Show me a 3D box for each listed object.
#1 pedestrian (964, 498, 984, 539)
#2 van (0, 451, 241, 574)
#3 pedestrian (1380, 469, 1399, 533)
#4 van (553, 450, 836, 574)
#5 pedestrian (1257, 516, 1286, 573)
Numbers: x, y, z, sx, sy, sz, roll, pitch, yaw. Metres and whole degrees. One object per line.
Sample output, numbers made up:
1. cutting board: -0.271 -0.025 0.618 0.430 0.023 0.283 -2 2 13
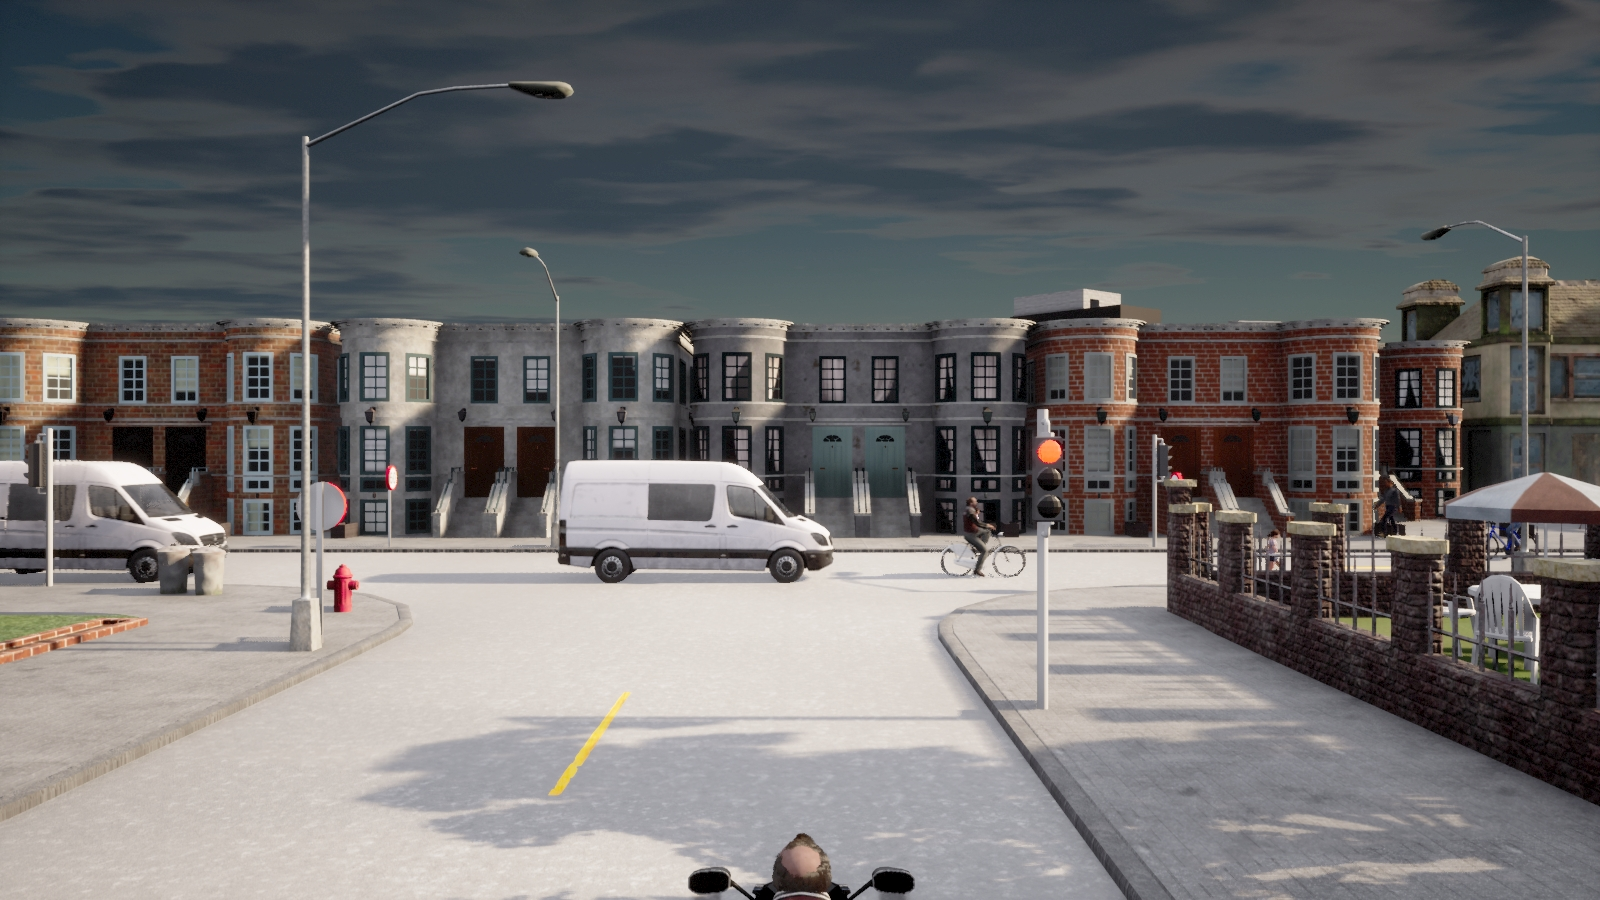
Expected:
1. pedestrian: 4.835 1.892 31.736 0.500 1.100 0.500 0 0 18
2. van: -15.625 1.304 24.916 5.915 2.561 1.988 0 0 0
3. pedestrian: 17.488 1.512 33.896 0.375 1.860 0.375 0 0 -2
4. van: -2.205 1.303 24.917 5.915 2.561 1.988 0 0 0
5. pedestrian: 9.452 1.890 22.900 0.500 1.100 0.500 0 0 18
